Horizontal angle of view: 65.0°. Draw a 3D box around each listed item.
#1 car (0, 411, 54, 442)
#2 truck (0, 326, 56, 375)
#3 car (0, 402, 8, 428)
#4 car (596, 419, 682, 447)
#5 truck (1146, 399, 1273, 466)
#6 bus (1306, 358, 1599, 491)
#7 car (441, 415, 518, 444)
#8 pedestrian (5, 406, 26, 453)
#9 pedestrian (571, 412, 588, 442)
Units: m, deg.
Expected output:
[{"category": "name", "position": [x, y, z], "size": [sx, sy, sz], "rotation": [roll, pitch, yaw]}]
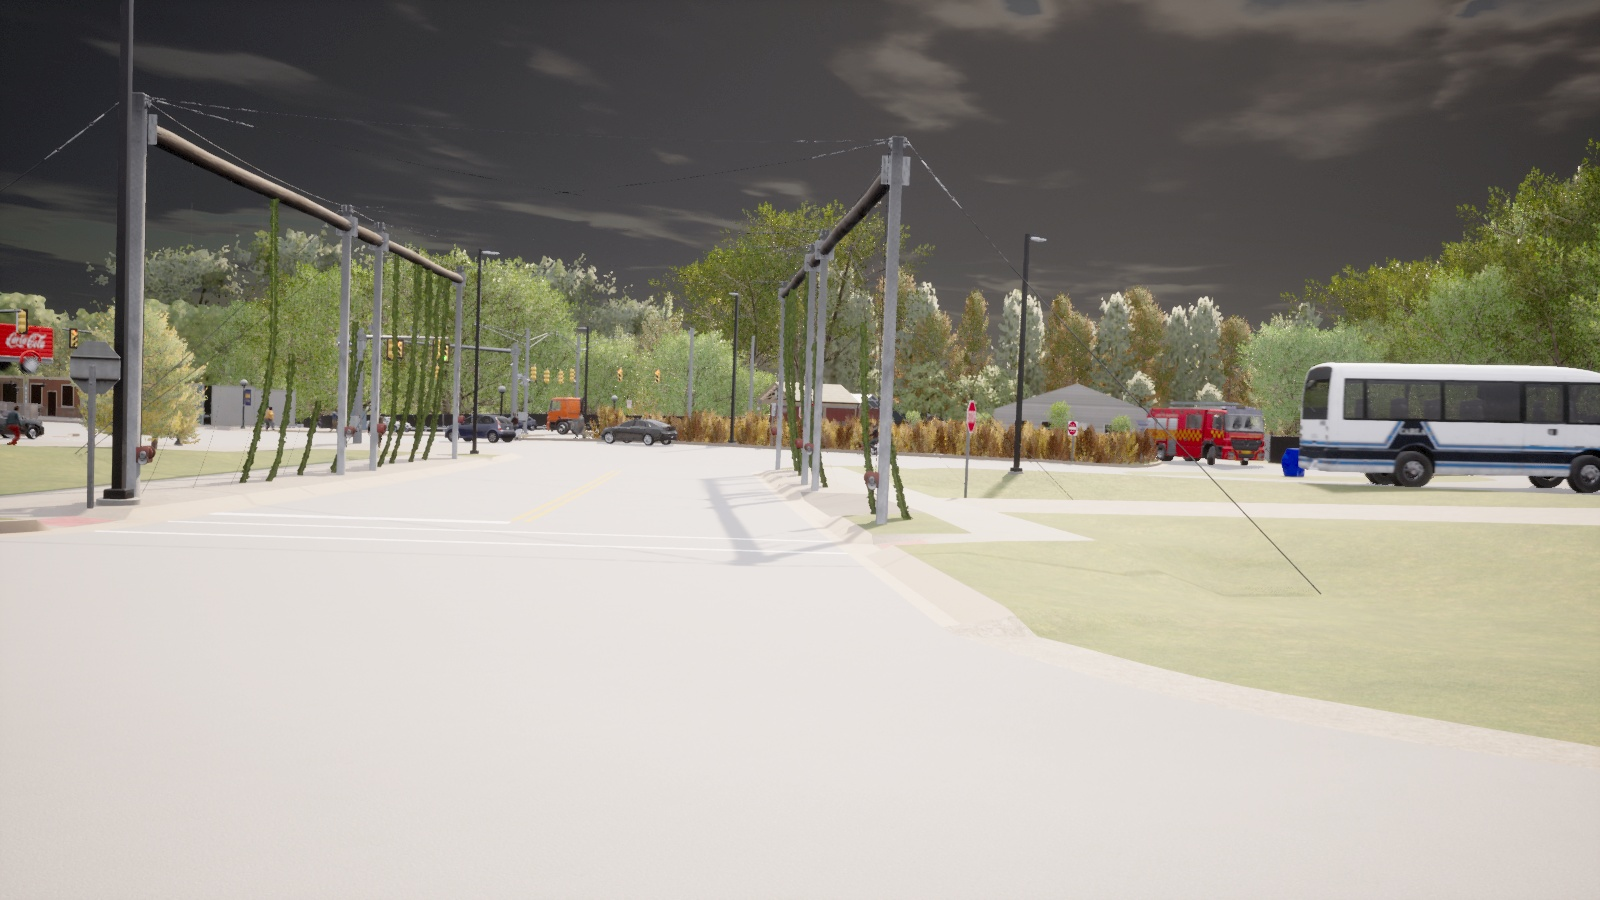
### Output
[{"category": "car", "position": [-39.776, -1.177, 61.962], "size": [2.128, 1.511, 4.902], "rotation": [2, 1, 16]}, {"category": "truck", "position": [-43.543, -5.457, 67.821], "size": [2.627, 2.467, 5.204], "rotation": [5, 3, 21]}, {"category": "car", "position": [-53.710, -2.291, 80.736], "size": [5.027, 1.651, 2.152], "rotation": [2, 2, 21]}, {"category": "car", "position": [-9.362, -1.017, 72.965], "size": [4.892, 1.490, 1.837], "rotation": [2, 3, 31]}, {"category": "truck", "position": [25.123, -1.158, 77.643], "size": [2.891, 3.827, 8.468], "rotation": [1, 2, -18]}, {"category": "bus", "position": [23.376, -0.877, 43.229], "size": [10.273, 4.253, 3.944], "rotation": [1, 1, 4]}, {"category": "car", "position": [-18.540, -1.213, 72.724], "size": [3.988, 1.617, 1.851], "rotation": [1, 2, 20]}, {"category": "pedestrian", "position": [-31.782, -0.834, 50.860], "size": [0.353, 1.847, 0.614], "rotation": [3, 3, 20]}, {"category": "pedestrian", "position": [-14.385, -1.505, 81.901], "size": [0.873, 1.952, 0.659], "rotation": [2, 2, 10]}]
